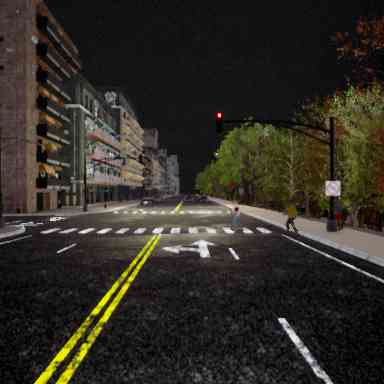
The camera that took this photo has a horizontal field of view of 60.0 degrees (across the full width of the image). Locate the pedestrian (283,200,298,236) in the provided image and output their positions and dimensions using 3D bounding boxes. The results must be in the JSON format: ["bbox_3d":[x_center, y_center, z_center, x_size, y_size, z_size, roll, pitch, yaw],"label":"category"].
[{"bbox_3d":[5.057,1.288,17.062,0.375,1.860,0.375,0,0,0],"label":"pedestrian"}]

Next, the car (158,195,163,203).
[{"bbox_3d":[-7.087,1.349,68.379,2.097,1.767,4.553,0,0,0],"label":"car"}]

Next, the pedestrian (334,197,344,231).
[{"bbox_3d":[7.818,1.135,17.783,0.375,1.860,0.375,0,0,0],"label":"pedestrian"}]

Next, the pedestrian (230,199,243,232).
[{"bbox_3d":[2.457,1.287,18.338,0.375,1.860,0.375,0,0,0],"label":"pedestrian"}]

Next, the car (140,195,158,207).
[{"bbox_3d":[-7.030,1.480,52.537,2.128,1.511,4.902,0,0,0],"label":"car"}]

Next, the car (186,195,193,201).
[{"bbox_3d":[-0.724,1.454,84.931,1.812,1.442,4.674,0,0,0],"label":"car"}]

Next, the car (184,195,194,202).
[{"bbox_3d":[-0.636,1.513,74.507,2.128,1.511,4.902,0,0,0],"label":"car"}]

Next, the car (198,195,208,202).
[{"bbox_3d":[2.614,1.513,74.538,2.128,1.511,4.902,0,0,0],"label":"car"}]

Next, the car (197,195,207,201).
[{"bbox_3d":[2.525,1.455,84.958,2.128,1.511,4.902,0,0,0],"label":"car"}]
